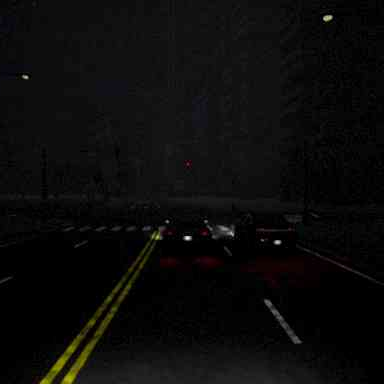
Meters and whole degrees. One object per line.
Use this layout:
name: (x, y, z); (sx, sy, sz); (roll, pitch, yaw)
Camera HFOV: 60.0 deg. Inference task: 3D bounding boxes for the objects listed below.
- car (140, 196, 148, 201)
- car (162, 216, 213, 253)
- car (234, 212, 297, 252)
car: (-12.717, 1.682, 87.093); (2.033, 1.411, 5.357); (0, 0, -12)
car: (-0.217, 1.700, 14.355); (1.994, 1.385, 4.181); (0, -1, -2)
car: (3.031, 1.628, 14.497); (2.128, 1.511, 4.902); (0, 0, -2)
